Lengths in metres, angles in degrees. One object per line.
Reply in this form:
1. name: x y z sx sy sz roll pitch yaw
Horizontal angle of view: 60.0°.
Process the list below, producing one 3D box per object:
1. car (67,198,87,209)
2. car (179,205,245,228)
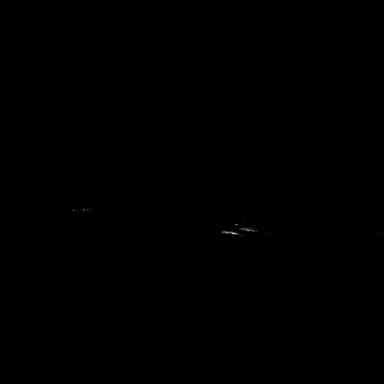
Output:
1. car: -16.621 1.670 47.962 1.837 1.490 4.892 -1 0 -35
2. car: 1.206 1.599 22.713 2.033 1.411 5.357 -1 0 -35
